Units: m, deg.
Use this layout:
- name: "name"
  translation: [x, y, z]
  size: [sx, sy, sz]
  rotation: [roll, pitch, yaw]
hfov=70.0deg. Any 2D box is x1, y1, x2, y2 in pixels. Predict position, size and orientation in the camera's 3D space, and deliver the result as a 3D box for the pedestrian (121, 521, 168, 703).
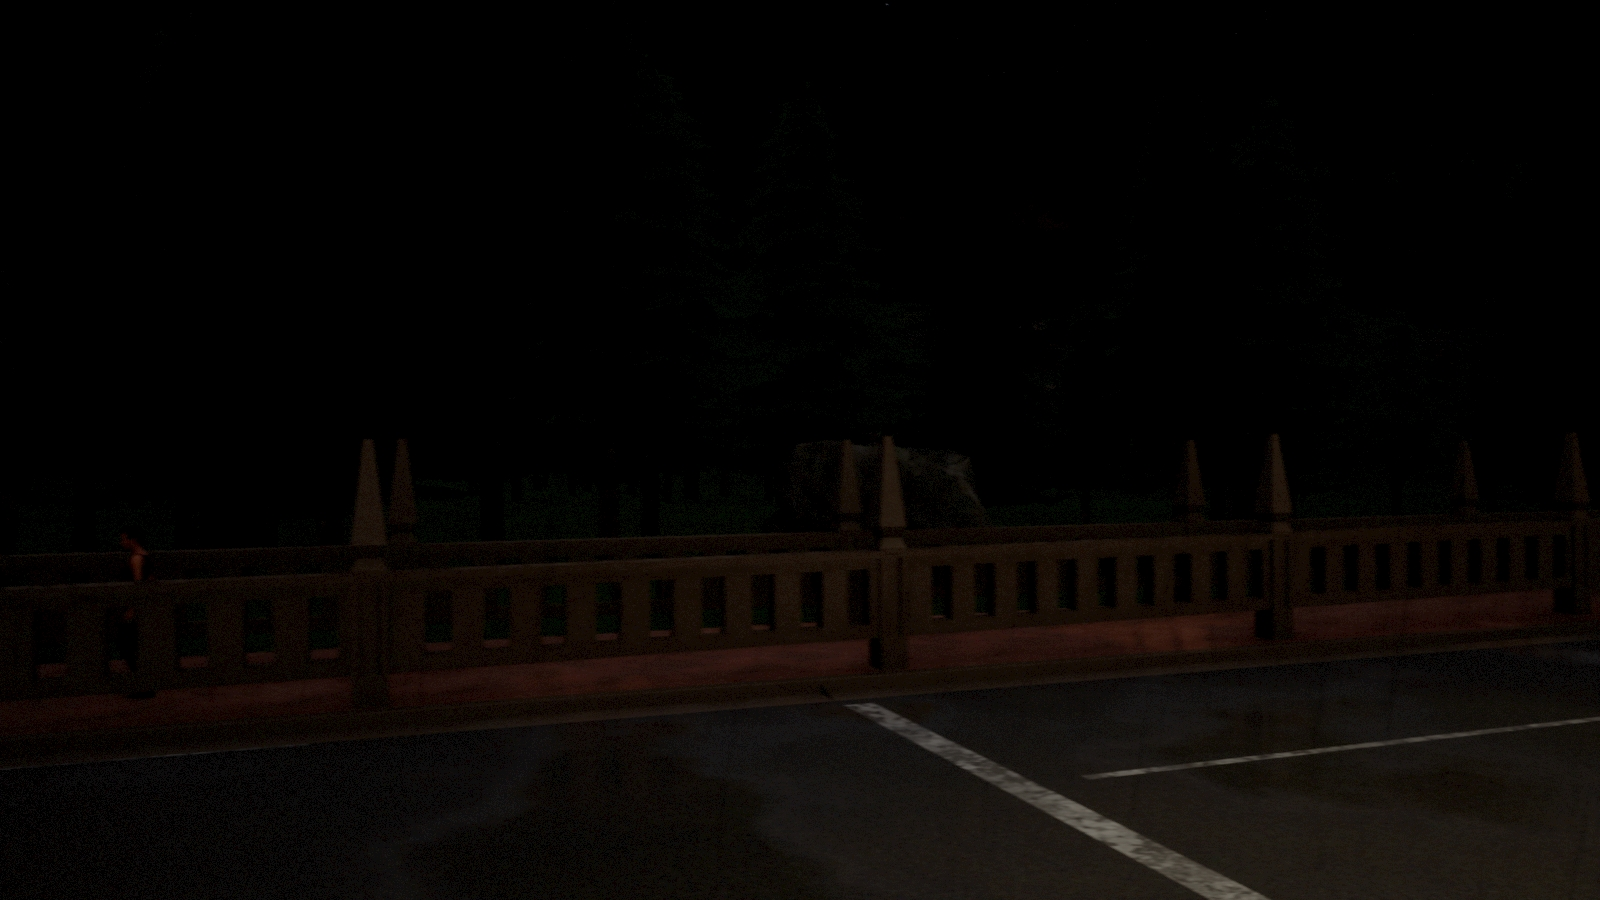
- name: "pedestrian"
  translation: [-6.928, 1.694, 12.092]
  size: [0.375, 1.860, 0.375]
  rotation: [0, 0, -20]
